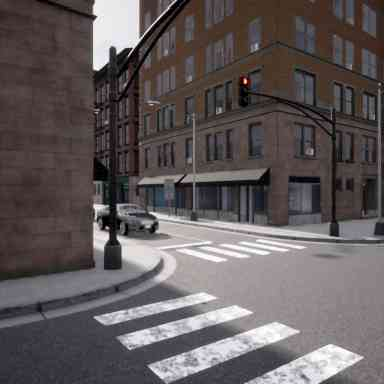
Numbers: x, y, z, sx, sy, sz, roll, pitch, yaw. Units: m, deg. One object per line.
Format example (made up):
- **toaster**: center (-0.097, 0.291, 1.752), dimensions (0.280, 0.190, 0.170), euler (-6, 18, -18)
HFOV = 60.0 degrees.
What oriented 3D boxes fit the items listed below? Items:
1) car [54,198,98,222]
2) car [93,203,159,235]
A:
- **car**: center (-9.106, 1.324, 25.866), dimensions (1.882, 1.535, 5.008), euler (0, 0, -36)
- **car**: center (-3.619, 1.396, 18.156), dimensions (2.128, 1.511, 4.902), euler (0, 0, -37)
